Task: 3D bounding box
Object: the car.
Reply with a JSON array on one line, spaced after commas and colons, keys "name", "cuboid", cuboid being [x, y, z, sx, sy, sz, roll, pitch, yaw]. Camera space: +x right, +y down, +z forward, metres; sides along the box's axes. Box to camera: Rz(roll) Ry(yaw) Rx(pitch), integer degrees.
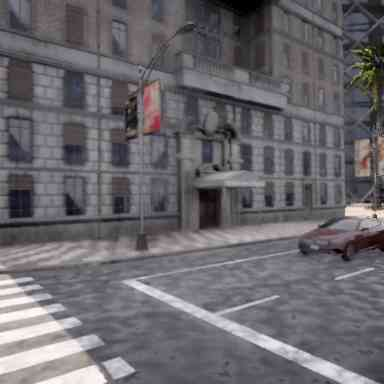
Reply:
[{"name": "car", "cuboid": [6.124, 1.668, 12.999, 4.674, 1.442, 1.812, 0, -1, -37]}]
